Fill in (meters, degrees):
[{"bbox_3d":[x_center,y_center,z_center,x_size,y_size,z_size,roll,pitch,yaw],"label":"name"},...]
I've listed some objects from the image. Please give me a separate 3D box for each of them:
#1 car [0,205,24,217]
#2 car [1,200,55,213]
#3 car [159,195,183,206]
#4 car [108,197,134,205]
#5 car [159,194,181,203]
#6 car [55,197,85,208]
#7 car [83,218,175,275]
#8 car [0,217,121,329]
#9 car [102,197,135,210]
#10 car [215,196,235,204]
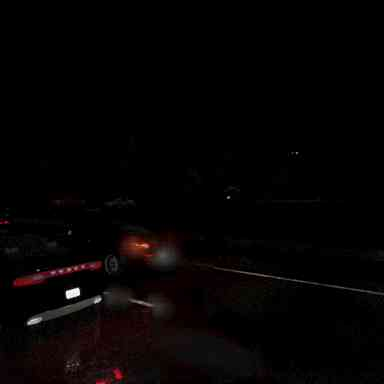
[{"bbox_3d":[-10.112,1.505,15.485,4.892,1.490,1.837,0,0,36],"label":"car"},{"bbox_3d":[-16.838,1.563,34.098,1.994,1.385,4.181,0,0,36],"label":"car"},{"bbox_3d":[-3.259,1.564,52.705,1.994,1.385,4.181,0,0,37],"label":"car"},{"bbox_3d":[-12.298,1.564,58.122,1.994,1.385,4.181,0,0,36],"label":"car"},{"bbox_3d":[-4.534,1.352,68.627,2.097,1.767,4.553,0,0,37],"label":"car"},{"bbox_3d":[-18.438,1.477,49.737,1.882,1.535,5.008,0,0,36],"label":"car"},{"bbox_3d":[-2.637,1.526,10.155,4.674,1.442,1.812,0,0,35],"label":"car"},{"bbox_3d":[-3.930,1.478,6.786,5.008,1.535,1.882,0,0,35],"label":"car"},{"bbox_3d":[-9.644,1.525,43.954,1.812,1.442,4.674,0,0,36],"label":"car"},{"bbox_3d":[6.613,1.547,66.070,2.033,1.411,5.357,0,0,36],"label":"car"}]
